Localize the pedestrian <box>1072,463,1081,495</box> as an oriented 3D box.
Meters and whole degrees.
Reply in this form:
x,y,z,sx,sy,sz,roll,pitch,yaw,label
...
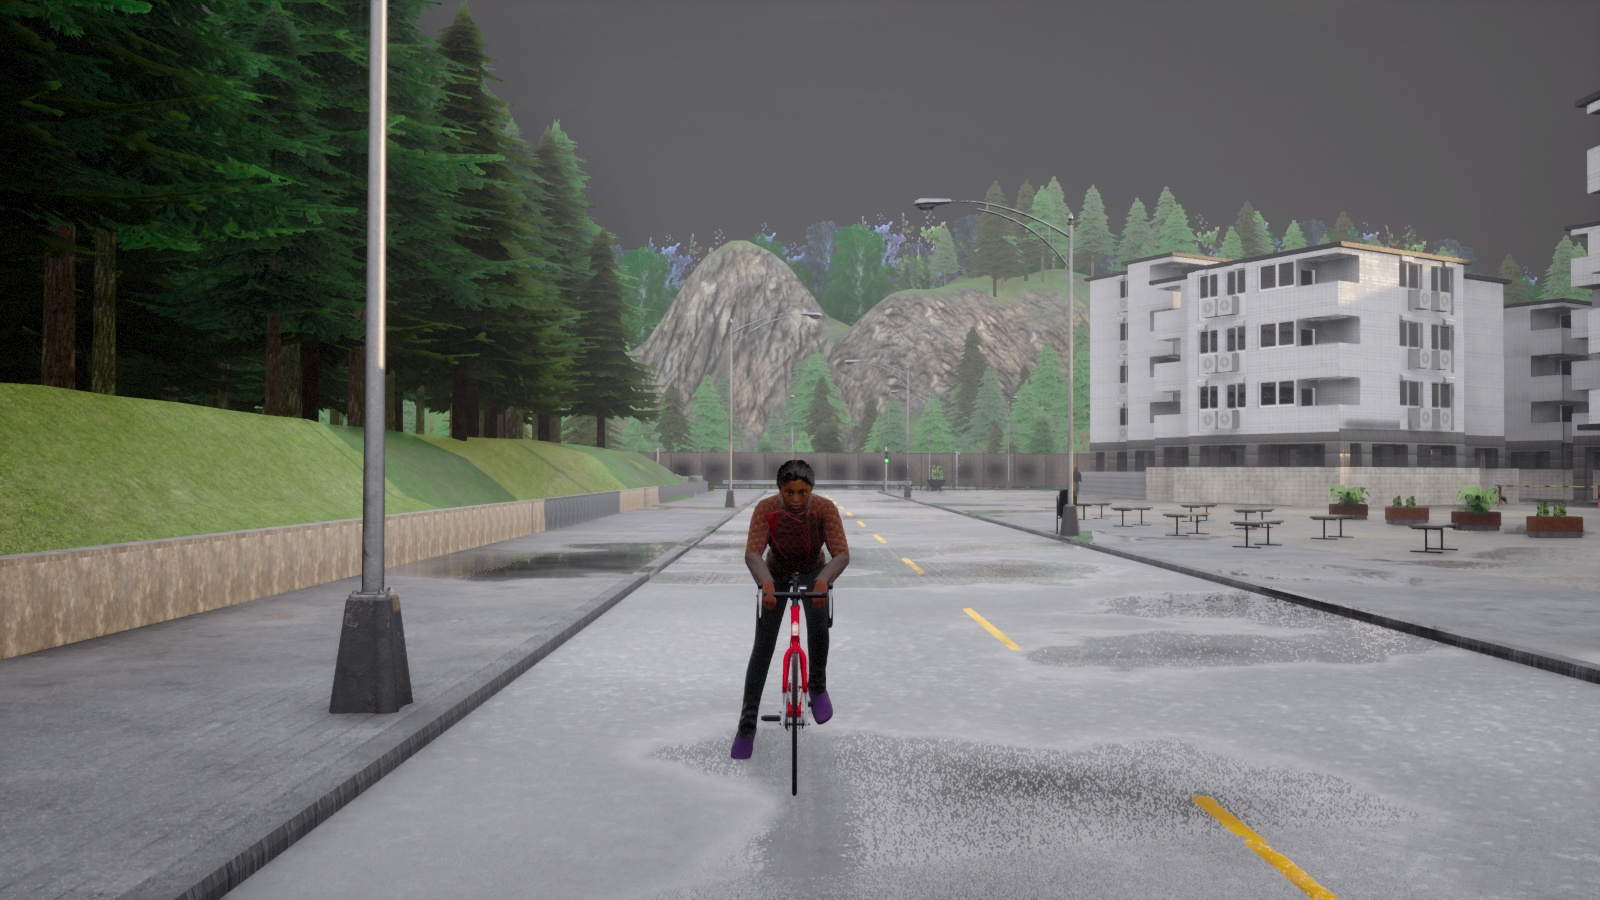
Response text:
x,y,z,sx,sy,sz,roll,pitch,yaw,label
15.726,1.659,71.485,0.431,1.840,0.703,0,-1,9,pedestrian

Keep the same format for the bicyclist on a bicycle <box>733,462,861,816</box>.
x,y,z,sx,sy,sz,roll,pitch,yaw,label
-0.018,0.878,6.593,0.582,1.620,1.656,0,-1,0,bicyclist on a bicycle
